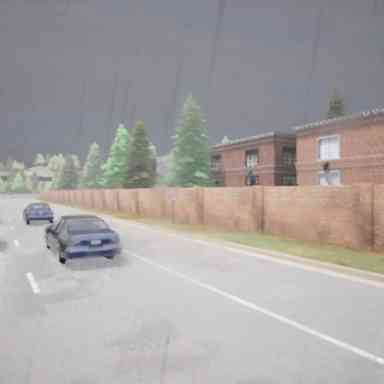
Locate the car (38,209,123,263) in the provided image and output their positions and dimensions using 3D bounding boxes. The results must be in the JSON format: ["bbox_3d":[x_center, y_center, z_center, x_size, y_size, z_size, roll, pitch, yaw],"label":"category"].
[{"bbox_3d":[-4.123,1.545,12.106,2.033,1.411,5.357,0,0,-30],"label":"car"}]

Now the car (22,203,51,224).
[{"bbox_3d":[-11.467,1.535,24.798,2.033,1.411,5.357,0,0,-29],"label":"car"}]
